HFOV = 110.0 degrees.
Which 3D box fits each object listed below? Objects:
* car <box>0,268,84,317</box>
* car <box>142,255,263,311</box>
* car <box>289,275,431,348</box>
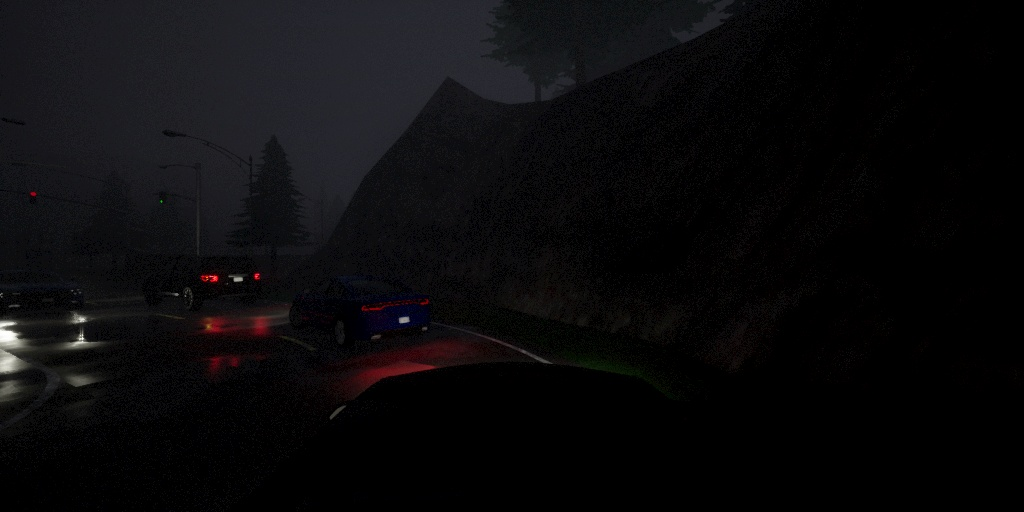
[{"bbox_3d":[-17.792,1.228,13.194,5.008,1.535,1.882,0,0,28],"label":"car"},{"bbox_3d":[-12.648,0.971,14.647,5.566,2.045,2.150,0,0,27],"label":"car"},{"bbox_3d":[-4.129,1.228,9.418,5.008,1.535,1.882,0,0,43],"label":"car"}]
